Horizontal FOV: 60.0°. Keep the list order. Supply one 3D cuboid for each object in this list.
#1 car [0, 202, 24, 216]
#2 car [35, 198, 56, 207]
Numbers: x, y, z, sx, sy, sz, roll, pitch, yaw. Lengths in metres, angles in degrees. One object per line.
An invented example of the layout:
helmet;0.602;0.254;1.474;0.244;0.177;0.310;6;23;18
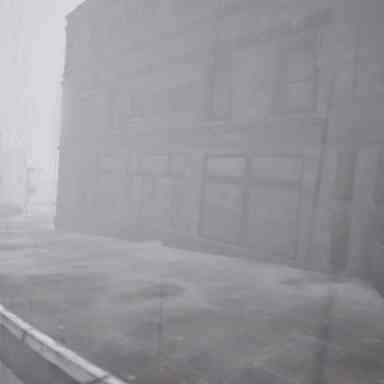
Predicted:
car;-19.943;1.844;36.192;1.994;1.385;4.181;4;-1;-7
car;-25.172;1.791;57.565;2.033;1.411;5.357;4;0;-3
